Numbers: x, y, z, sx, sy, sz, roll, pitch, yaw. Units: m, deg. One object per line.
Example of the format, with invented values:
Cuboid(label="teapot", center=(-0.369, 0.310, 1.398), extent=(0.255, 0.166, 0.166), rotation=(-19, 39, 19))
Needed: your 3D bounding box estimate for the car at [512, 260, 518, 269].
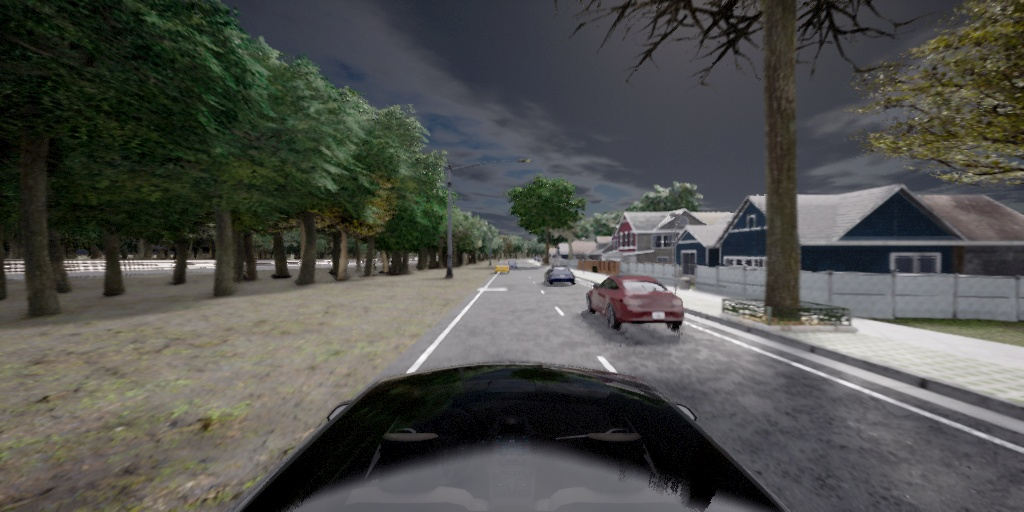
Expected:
Cuboid(label="car", center=(0.002, 1.601, 63.415), extent=(2.033, 1.411, 5.357), rotation=(0, 0, 0))

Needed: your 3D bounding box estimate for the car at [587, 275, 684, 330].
Cuboid(label="car", center=(3.600, 1.302, 11.109), extent=(1.812, 1.442, 4.674), rotation=(0, 0, 0))

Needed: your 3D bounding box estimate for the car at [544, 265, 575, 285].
Cuboid(label="car", center=(3.600, 1.404, 27.487), extent=(1.994, 1.385, 4.181), rotation=(0, 0, 0))

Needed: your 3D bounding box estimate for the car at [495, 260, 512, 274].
Cuboid(label="car", center=(-1.224, 1.386, 45.024), extent=(1.801, 1.575, 5.366), rotation=(0, 0, 0))
